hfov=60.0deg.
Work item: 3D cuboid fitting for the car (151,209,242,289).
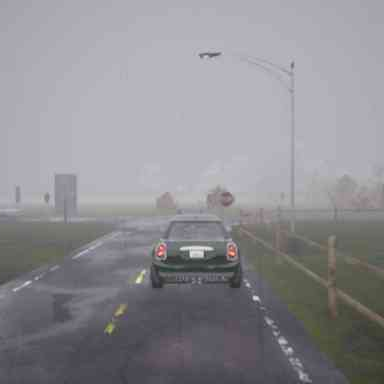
[{"bbox_3d":[0.101,1.393,9.441,2.097,1.767,4.553,0,0,0],"label":"car"}]

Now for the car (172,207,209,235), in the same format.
[{"bbox_3d":[-0.216,1.689,20.648,1.895,1.301,4.718,0,0,-5],"label":"car"}]

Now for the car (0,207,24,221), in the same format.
[{"bbox_3d":[-17.229,1.766,28.680,4.718,1.301,1.895,0,0,1],"label":"car"}]
